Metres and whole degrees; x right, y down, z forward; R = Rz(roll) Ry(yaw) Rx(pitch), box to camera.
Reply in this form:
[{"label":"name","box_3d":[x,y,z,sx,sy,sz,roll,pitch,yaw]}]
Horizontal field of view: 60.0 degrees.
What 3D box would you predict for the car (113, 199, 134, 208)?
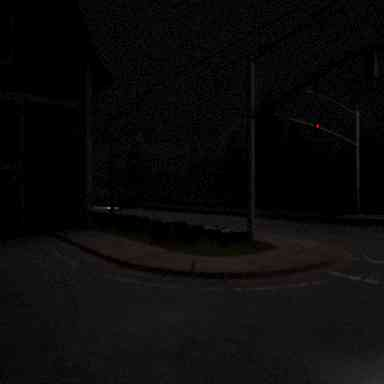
[{"label":"car","box_3d":[-10.122,1.750,48.732,1.994,1.385,4.181,0,0,-34]}]
